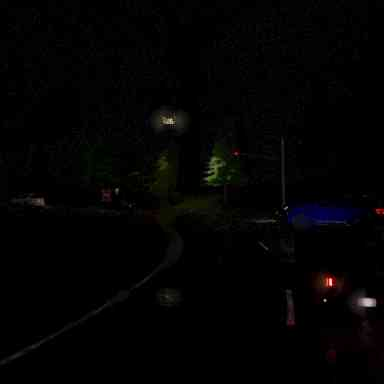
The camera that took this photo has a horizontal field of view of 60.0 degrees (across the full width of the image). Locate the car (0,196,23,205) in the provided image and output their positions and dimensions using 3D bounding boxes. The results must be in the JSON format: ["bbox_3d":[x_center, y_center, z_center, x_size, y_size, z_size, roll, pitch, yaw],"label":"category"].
[{"bbox_3d":[-31.288,1.487,57.196,4.892,1.490,1.837,0,0,32],"label":"car"}]

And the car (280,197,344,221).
[{"bbox_3d":[9.812,1.338,27.248,4.553,1.767,2.097,0,0,32],"label":"car"}]

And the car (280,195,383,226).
[{"bbox_3d":[8.457,1.213,19.834,5.566,2.045,2.150,0,0,32],"label":"car"}]

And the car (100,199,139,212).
[{"bbox_3d":[-8.716,1.550,38.885,4.181,1.385,1.994,0,0,32],"label":"car"}]

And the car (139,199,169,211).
[{"bbox_3d":[-4.915,1.549,40.629,4.181,1.385,1.994,0,0,32],"label":"car"}]

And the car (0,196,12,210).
[{"bbox_3d":[-24.448,1.514,40.501,4.674,1.442,1.812,0,0,32],"label":"car"}]

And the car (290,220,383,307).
[{"bbox_3d":[3.512,1.597,7.857,1.895,1.301,4.718,0,0,13],"label":"car"}]

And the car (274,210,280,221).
[{"bbox_3d":[8.126,1.552,24.173,4.181,1.385,1.994,0,0,32],"label":"car"}]

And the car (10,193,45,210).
[{"bbox_3d":[-21.235,1.208,42.615,5.566,2.045,2.150,0,0,32],"label":"car"}]
